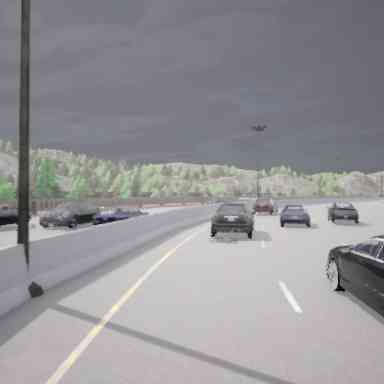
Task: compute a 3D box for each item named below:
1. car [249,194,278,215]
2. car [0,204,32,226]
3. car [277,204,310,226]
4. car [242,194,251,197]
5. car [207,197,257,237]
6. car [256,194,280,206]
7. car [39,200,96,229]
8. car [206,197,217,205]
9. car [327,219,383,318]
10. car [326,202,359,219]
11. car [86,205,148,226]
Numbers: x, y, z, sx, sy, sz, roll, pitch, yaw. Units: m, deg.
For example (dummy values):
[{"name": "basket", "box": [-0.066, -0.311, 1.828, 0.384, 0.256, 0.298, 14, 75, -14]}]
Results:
[{"name": "car", "box": [7.878, 1.435, 35.462, 2.097, 1.767, 4.553, 0, 0, 23]}, {"name": "car", "box": [-11.813, 1.472, 19.953, 2.128, 1.511, 4.902, 0, 0, 12]}, {"name": "car", "box": [7.309, 1.612, 23.720, 1.994, 1.385, 4.181, 0, 0, 16]}, {"name": "car", "box": [10.216, 1.444, 60.632, 2.150, 2.045, 5.566, 0, 0, 36]}, {"name": "car", "box": [2.345, 1.375, 18.413, 2.097, 1.767, 4.553, 0, 0, 11]}, {"name": "car", "box": [13.546, 1.451, 59.281, 2.150, 2.045, 5.566, 0, -1, 37]}, {"name": "car", "box": [-7.813, 1.350, 21.777, 2.097, 1.767, 4.553, 0, 0, 13]}, {"name": "car", "box": [4.216, 1.675, 58.171, 2.128, 1.511, 4.902, 0, 0, 34]}, {"name": "car", "box": [4.005, 1.509, 6.035, 2.128, 1.511, 4.902, 0, 0, 4]}, {"name": "car", "box": [11.612, 1.555, 25.806, 2.128, 1.511, 4.902, 0, 0, 18]}, {"name": "car", "box": [-4.448, 1.608, 21.114, 1.895, 1.301, 4.718, 0, 0, 13]}]
